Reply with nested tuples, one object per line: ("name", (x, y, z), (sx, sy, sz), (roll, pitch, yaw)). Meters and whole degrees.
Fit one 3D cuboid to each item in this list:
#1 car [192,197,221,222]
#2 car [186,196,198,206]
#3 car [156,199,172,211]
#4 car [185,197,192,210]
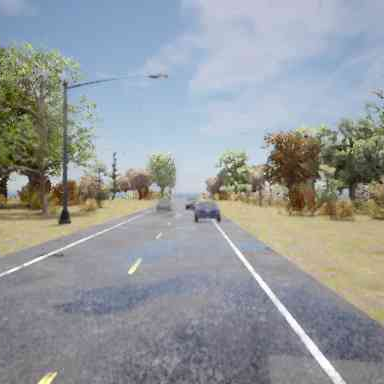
("car", (1.234, 1.474, 27.812), (2.097, 1.767, 4.553), (0, 0, 0))
("car", (0.022, 1.709, 64.170), (2.097, 1.767, 4.553), (0, 0, 0))
("car", (-3.570, 1.707, 43.143), (1.837, 1.490, 4.892), (0, 0, 0))
("car", (0.029, 1.834, 47.786), (1.895, 1.301, 4.718), (0, 0, 0))
